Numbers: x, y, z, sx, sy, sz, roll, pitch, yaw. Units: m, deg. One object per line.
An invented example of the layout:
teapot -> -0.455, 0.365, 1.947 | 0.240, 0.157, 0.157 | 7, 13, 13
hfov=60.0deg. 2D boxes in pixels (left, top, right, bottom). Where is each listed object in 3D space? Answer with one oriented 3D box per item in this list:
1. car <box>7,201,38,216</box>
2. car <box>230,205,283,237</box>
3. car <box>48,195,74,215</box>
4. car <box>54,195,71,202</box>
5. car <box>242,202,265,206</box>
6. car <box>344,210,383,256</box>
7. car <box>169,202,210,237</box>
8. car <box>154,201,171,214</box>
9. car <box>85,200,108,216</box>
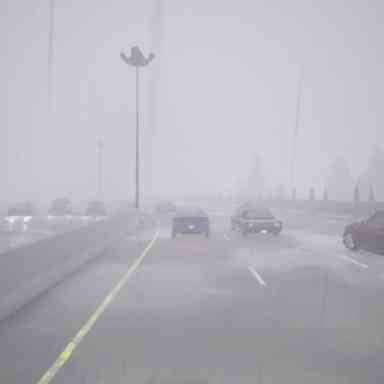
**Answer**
car -> -16.635, 1.632, 32.795 | 1.994, 1.385, 4.181 | 0, 0, -14
car -> 3.335, 1.617, 18.271 | 1.895, 1.301, 4.718 | 0, 0, -3
car -> -13.406, 1.421, 34.281 | 2.097, 1.767, 4.553 | 0, 0, -14
car -> -27.614, 1.401, 70.829 | 1.837, 1.490, 4.892 | 0, 0, -39
car -> 5.497, 1.584, 30.465 | 2.033, 1.411, 5.357 | 0, 0, -10
car -> 7.067, 1.360, 11.331 | 2.097, 1.767, 4.553 | 0, 0, -1
car -> -0.168, 1.494, 18.067 | 1.882, 1.535, 5.008 | 0, 0, -3
car -> -2.922, 1.623, 36.322 | 1.994, 1.385, 4.181 | 0, 0, -14
car -> -9.600, 1.565, 33.443 | 1.837, 1.490, 4.892 | 0, 0, -13
